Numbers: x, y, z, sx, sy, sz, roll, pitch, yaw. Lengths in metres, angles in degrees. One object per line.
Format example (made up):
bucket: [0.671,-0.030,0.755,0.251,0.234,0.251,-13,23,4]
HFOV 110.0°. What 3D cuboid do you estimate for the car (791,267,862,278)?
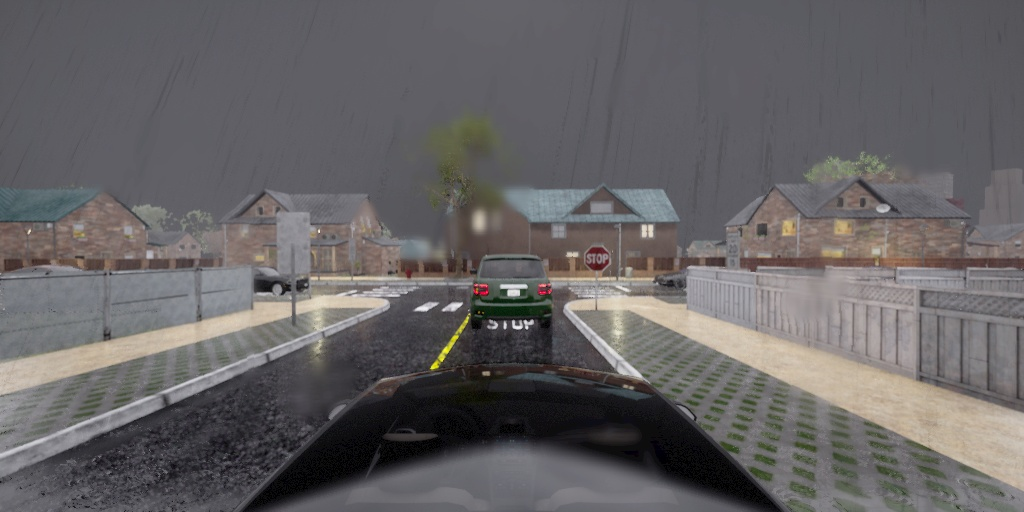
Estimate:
car: [14.495,1.299,18.280,4.674,1.442,1.812,0,1,2]

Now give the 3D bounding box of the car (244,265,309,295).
car: [-13.426,1.255,19.147,5.008,1.535,1.882,0,1,3]

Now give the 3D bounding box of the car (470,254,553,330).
car: [-0.142,0.969,11.255,2.150,2.045,5.566,0,0,-4]

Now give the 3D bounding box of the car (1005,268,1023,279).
car: [31.965,1.182,21.119,5.008,1.535,1.882,0,1,-4]

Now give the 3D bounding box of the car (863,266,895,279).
car: [21.307,1.263,21.098,4.181,1.385,1.994,0,1,1]

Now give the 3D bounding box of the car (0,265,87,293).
car: [-24.728,1.248,19.539,5.008,1.535,1.882,0,1,1]

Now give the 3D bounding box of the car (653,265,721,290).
car: [11.335,1.250,21.338,5.357,1.411,2.033,0,1,2]
